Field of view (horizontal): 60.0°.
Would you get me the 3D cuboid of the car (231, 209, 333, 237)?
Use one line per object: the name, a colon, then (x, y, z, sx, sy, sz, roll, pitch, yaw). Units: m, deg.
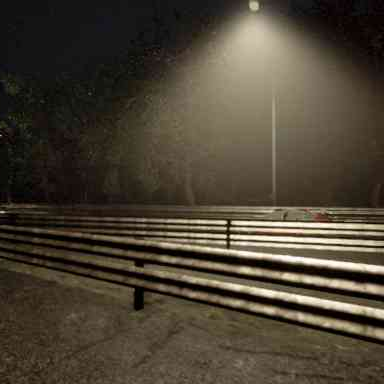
car: (4.261, 1.581, 16.061, 4.792, 1.488, 2.163, 0, 0, 21)
